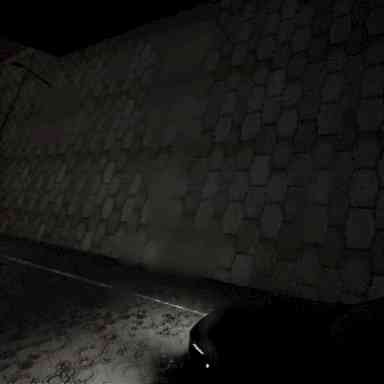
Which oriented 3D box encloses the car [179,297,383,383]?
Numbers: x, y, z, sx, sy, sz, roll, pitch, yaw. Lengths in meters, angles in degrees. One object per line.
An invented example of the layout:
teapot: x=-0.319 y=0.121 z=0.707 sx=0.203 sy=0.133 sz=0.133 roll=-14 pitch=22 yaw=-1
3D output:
car: x=2.067 y=1.534 z=2.519 sx=4.674 sy=1.442 sz=1.812 roll=2 pitch=1 yaw=36
